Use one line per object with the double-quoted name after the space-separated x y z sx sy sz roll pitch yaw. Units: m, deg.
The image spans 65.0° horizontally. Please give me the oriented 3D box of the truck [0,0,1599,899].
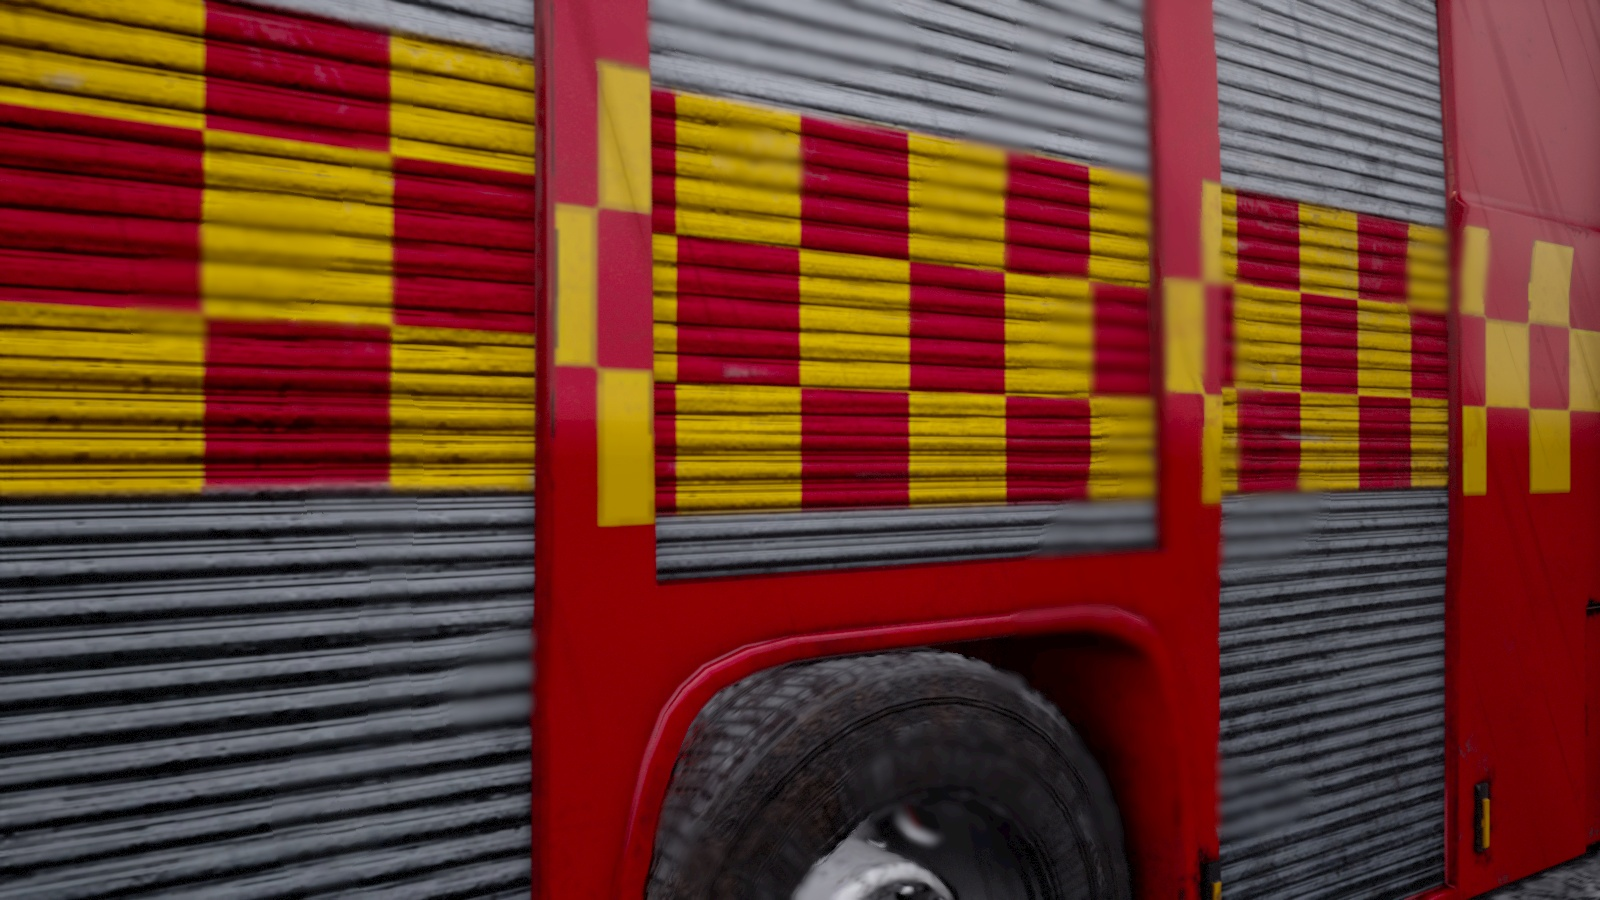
1.632 -0.411 4.803 8.468 3.827 2.891 0 0 -35 "truck"
